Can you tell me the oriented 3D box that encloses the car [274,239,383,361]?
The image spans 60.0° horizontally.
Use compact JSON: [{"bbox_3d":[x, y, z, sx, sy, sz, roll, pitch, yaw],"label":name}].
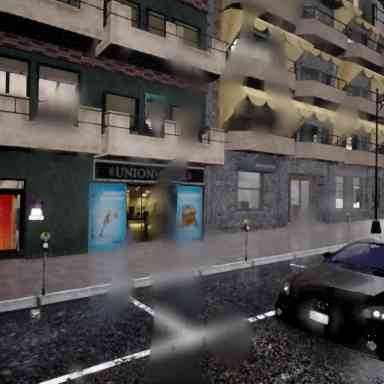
[{"bbox_3d":[3.390,1.565,5.805,4.181,1.385,1.994,0,0,-36],"label":"car"}]
